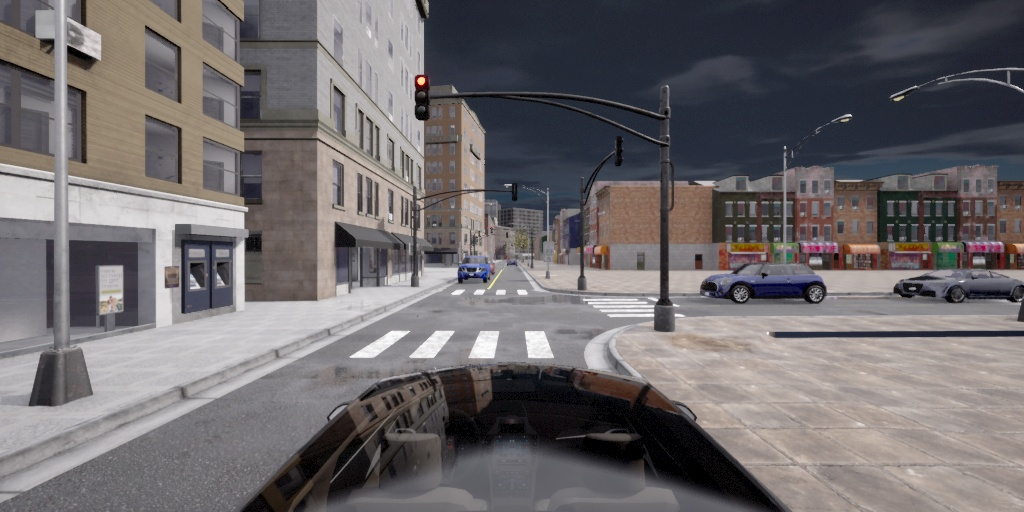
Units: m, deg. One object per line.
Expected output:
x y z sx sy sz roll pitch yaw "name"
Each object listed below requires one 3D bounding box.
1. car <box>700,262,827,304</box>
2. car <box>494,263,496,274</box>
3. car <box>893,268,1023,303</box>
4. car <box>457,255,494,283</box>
10.741 1.054 15.590 4.553 1.767 2.097 0 0 1 "car"
-2.886 1.111 38.406 2.097 1.767 4.553 0 0 0 "car"
19.420 1.234 15.618 4.181 1.385 1.994 0 0 0 "car"
-2.884 0.976 28.238 2.150 2.045 5.566 0 0 0 "car"
